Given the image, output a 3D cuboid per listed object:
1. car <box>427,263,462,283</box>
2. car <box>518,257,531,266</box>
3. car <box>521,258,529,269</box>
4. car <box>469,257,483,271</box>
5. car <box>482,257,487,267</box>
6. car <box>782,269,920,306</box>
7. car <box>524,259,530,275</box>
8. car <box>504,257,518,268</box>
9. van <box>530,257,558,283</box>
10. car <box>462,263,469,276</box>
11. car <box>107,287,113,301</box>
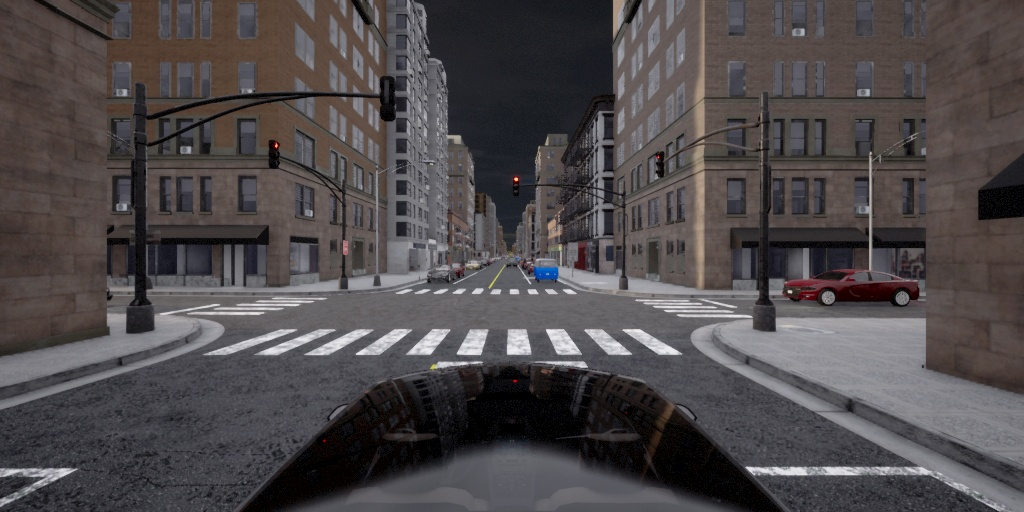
[{"bbox_3d":[-5.436,1.299,27.946,2.007,1.370,4.403,0,0,0],"label":"car"},{"bbox_3d":[2.537,1.055,56.376,2.192,1.841,5.009,0,0,0],"label":"car"},{"bbox_3d":[2.547,1.326,50.695,1.802,1.307,4.207,0,0,0],"label":"car"},{"bbox_3d":[-5.478,1.269,50.504,1.751,1.417,4.829,0,0,0],"label":"car"},{"bbox_3d":[-5.488,1.306,56.356,1.948,1.339,4.313,0,0,0],"label":"car"},{"bbox_3d":[14.789,1.326,15.833,5.008,1.535,1.882,0,0,1],"label":"car"},{"bbox_3d":[2.568,1.330,39.331,1.802,1.307,4.207,0,0,0],"label":"car"},{"bbox_3d":[-0.013,1.337,61.580,1.895,1.301,4.718,0,0,0],"label":"car"},{"bbox_3d":[2.589,1.089,27.969,1.690,1.789,3.998,0,0,0],"label":"van"},{"bbox_3d":[-5.447,1.293,33.627,1.888,1.381,4.507,0,0,0],"label":"car"},{"bbox_3d":[-17.751,1.198,12.776,5.357,1.411,2.033,0,0,0],"label":"car"}]
